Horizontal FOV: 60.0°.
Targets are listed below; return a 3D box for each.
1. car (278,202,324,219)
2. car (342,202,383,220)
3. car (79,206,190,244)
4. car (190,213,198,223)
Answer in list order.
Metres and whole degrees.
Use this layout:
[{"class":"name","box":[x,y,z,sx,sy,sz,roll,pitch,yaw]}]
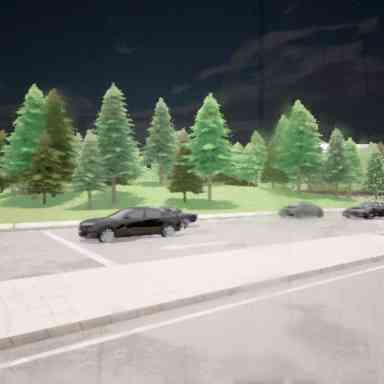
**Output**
[{"class":"car","box":[9.341,1.539,28.413,4.181,1.385,1.994,0,0,-34]},{"class":"car","box":[14.862,1.528,27.861,5.357,1.411,2.033,0,0,-33]},{"class":"car","box":[-2.840,1.458,15.993,5.008,1.535,1.882,0,0,-34]},{"class":"car","box":[-2.030,1.577,20.681,4.718,1.301,1.895,0,0,-34]}]
